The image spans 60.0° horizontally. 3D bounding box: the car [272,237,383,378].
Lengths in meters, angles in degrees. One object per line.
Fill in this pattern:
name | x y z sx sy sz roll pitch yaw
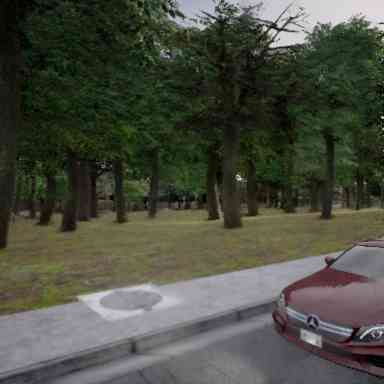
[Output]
car | 3.365 1.515 5.398 4.674 1.442 1.812 0 0 -35
